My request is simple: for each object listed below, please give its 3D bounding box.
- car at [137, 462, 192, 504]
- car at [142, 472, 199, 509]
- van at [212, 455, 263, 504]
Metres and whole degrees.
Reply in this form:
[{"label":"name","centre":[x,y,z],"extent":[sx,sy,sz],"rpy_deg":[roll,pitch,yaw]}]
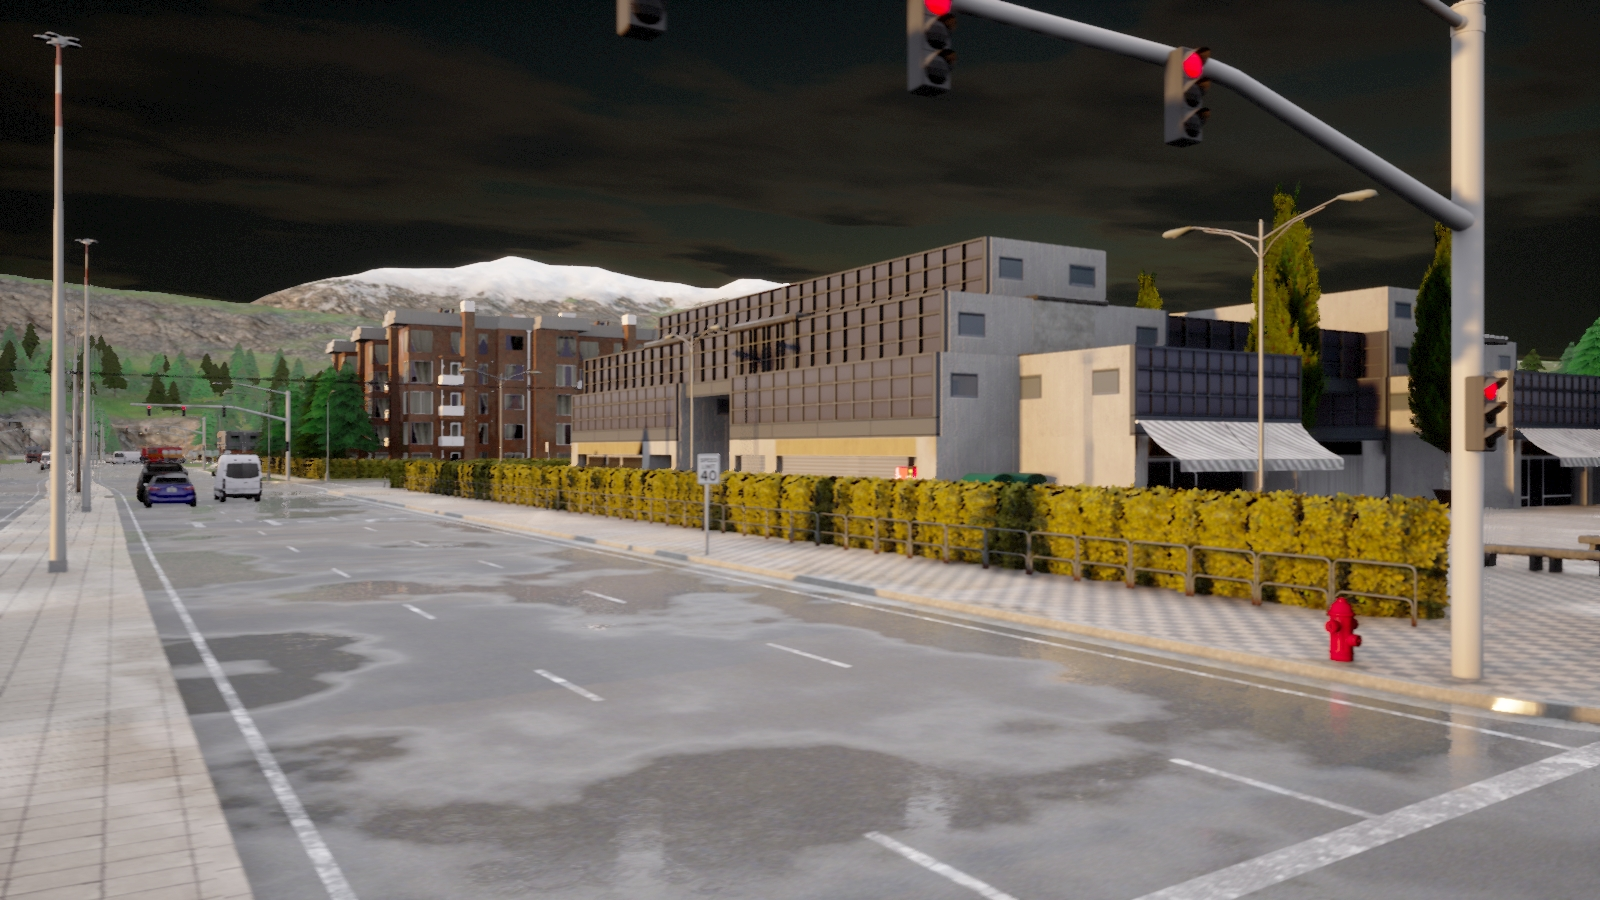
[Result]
[{"label":"car","centre":[-34.917,1.759,62.658],"extent":[2.390,2.098,6.274],"rpy_deg":[0,0,-31]},{"label":"car","centre":[-31.236,1.973,56.638],"extent":[2.242,1.667,4.611],"rpy_deg":[0,0,-31]},{"label":"van","centre":[-31.095,1.542,63.101],"extent":[1.988,2.561,5.915],"rpy_deg":[0,0,-32]}]
